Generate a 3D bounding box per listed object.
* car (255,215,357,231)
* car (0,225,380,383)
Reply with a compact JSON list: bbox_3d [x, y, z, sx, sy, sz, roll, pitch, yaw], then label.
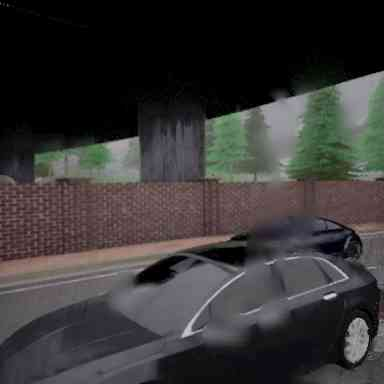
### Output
[{"bbox_3d":[3.018,1.392,9.805,4.181,1.385,1.994,-1,1,-29],"label":"car"},{"bbox_3d":[0.352,1.450,4.043,4.892,1.490,1.837,-1,1,-33],"label":"car"}]
